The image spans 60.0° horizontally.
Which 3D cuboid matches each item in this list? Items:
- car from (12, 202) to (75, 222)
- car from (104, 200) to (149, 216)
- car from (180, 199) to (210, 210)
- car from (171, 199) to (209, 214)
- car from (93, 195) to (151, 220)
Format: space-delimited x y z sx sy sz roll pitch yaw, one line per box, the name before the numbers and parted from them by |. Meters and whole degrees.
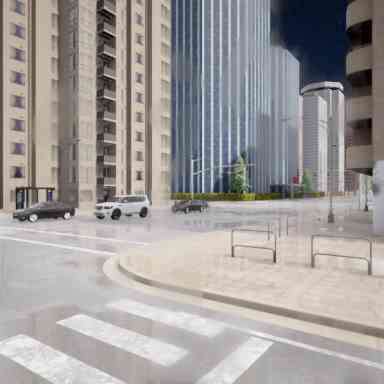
car | -11.862 1.560 26.917 1.837 1.490 4.892 0 0 36
car | -6.681 1.581 34.318 1.812 1.442 4.674 0 0 35
car | 0.515 1.620 44.617 1.994 1.385 4.181 0 0 35
car | -0.388 1.560 37.242 1.837 1.490 4.892 0 0 35
car | -6.006 1.277 29.174 2.150 2.045 5.566 0 0 35
